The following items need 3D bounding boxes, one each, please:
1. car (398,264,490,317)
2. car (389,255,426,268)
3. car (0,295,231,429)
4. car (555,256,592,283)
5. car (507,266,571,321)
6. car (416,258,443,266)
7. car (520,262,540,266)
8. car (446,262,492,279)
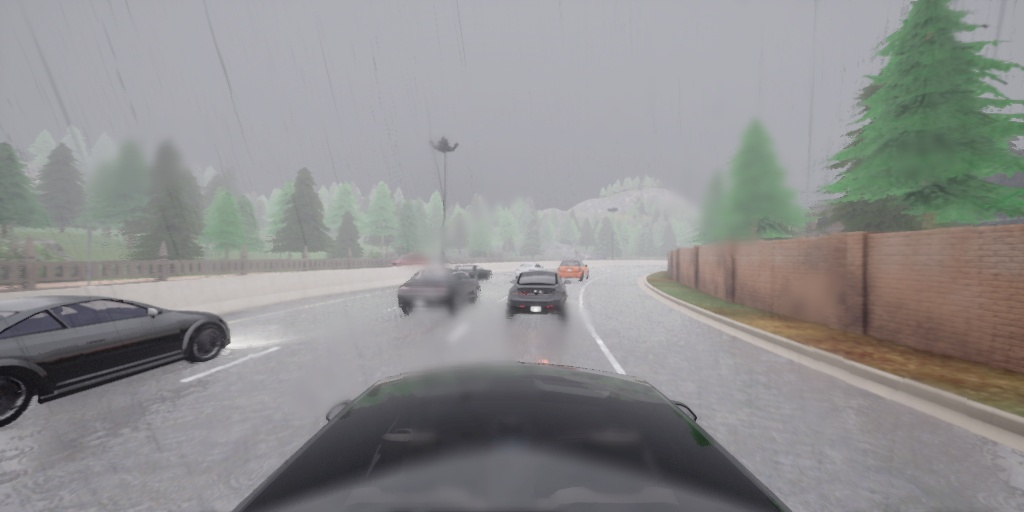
[{"bbox_3d":[-2.445,1.222,13.152,2.128,1.511,4.902,0,0,8],"label":"car"},{"bbox_3d":[-12.372,0.884,43.368,2.150,2.045,5.566,0,0,23],"label":"car"},{"bbox_3d":[-6.658,1.280,5.436,1.994,1.385,4.181,0,0,2],"label":"car"},{"bbox_3d":[5.154,1.106,29.897,2.097,1.767,4.553,0,0,19],"label":"car"},{"bbox_3d":[0.986,1.252,12.547,1.837,1.490,4.892,0,0,7],"label":"car"},{"bbox_3d":[-8.704,1.228,43.123,2.033,1.411,5.357,0,0,23],"label":"car"},{"bbox_3d":[1.607,1.263,30.452,1.812,1.442,4.674,0,0,18],"label":"car"},{"bbox_3d":[-3.094,1.318,27.192,1.895,1.301,4.718,0,0,16],"label":"car"}]
